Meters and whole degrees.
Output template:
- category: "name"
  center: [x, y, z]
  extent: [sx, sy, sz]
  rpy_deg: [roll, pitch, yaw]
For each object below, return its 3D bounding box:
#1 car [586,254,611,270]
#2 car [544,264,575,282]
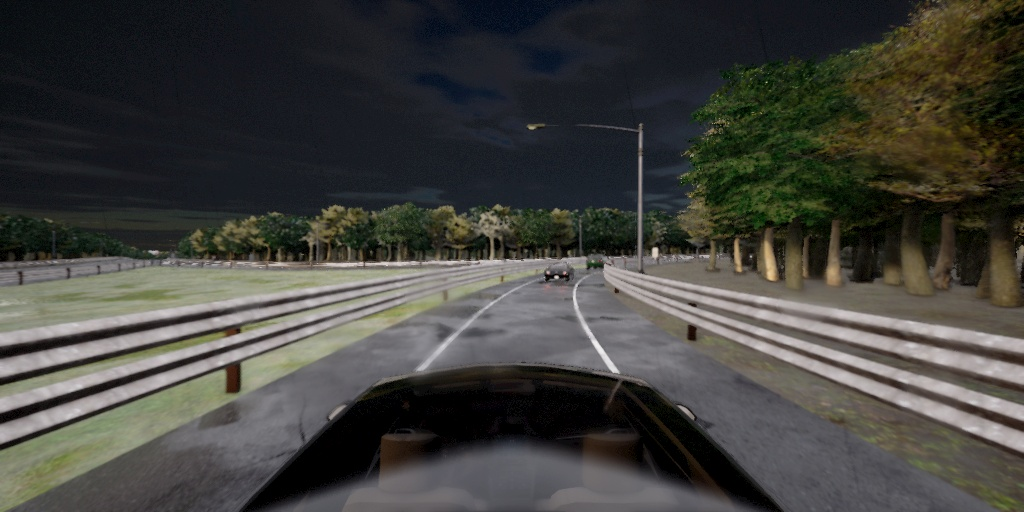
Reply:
- category: "car"
  center: [11.533, 0.772, 47.736]
  extent: [2.150, 2.045, 5.566]
  rpy_deg: [0, 1, 28]
- category: "car"
  center: [3.833, 1.245, 28.185]
  extent: [1.895, 1.301, 4.718]
  rpy_deg: [0, 0, 15]
